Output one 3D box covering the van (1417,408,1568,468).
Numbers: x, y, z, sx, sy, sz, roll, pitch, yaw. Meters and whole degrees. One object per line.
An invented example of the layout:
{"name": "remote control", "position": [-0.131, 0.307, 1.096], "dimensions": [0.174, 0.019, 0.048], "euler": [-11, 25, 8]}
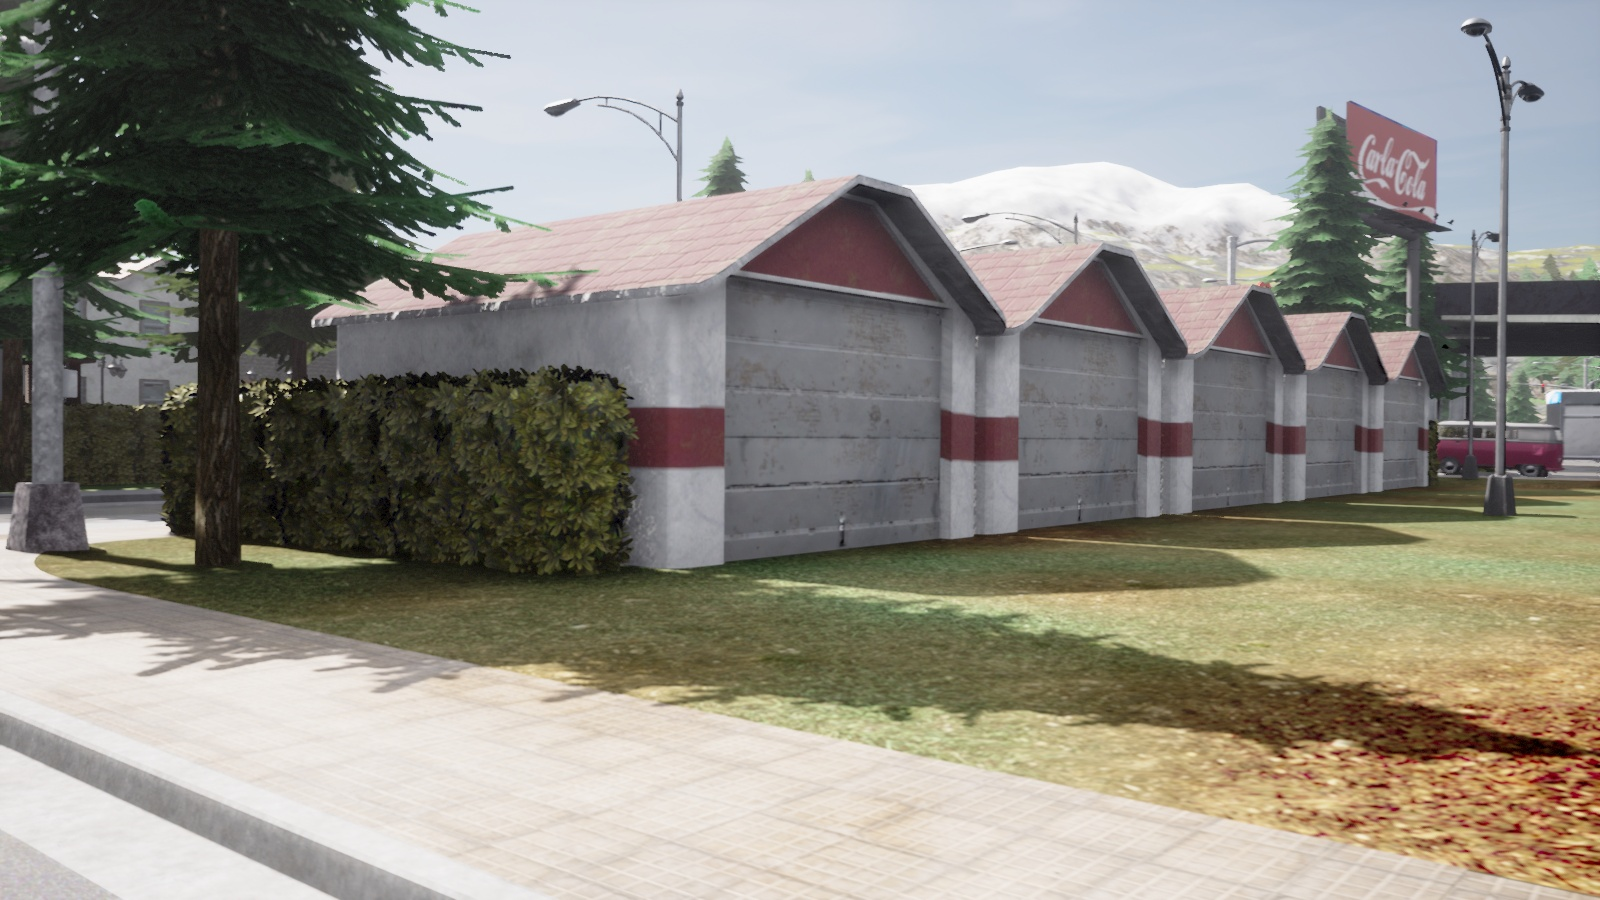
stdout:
{"name": "van", "position": [24.804, -0.470, 45.051], "dimensions": [4.442, 1.987, 1.775], "euler": [2, 2, 39]}
